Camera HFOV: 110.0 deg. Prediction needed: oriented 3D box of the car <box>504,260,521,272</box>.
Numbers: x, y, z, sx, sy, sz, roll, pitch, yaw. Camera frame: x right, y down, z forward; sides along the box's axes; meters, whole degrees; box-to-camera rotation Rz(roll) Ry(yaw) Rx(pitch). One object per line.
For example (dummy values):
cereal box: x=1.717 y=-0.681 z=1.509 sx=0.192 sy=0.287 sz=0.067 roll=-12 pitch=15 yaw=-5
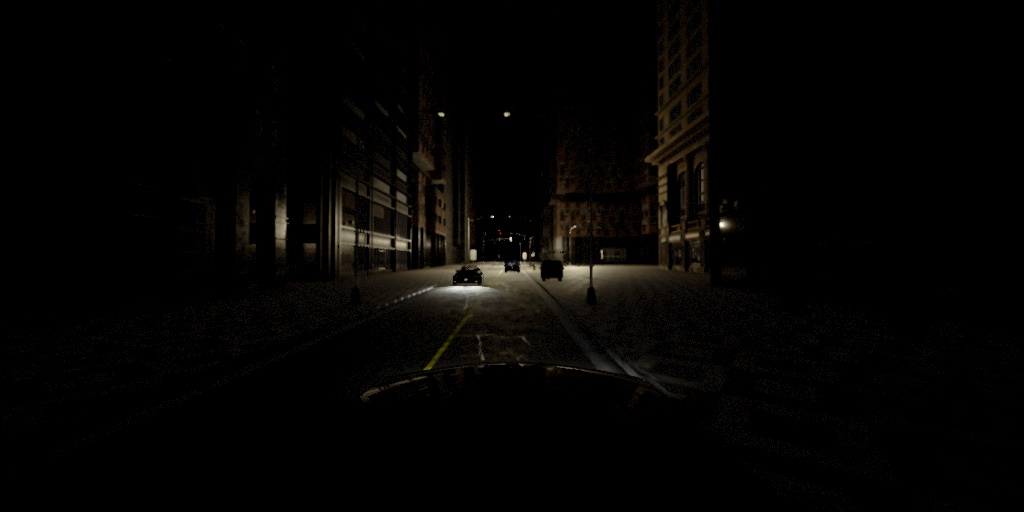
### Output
car: x=0.053 y=1.479 z=48.360 sx=1.994 sy=1.385 sz=4.181 roll=0 pitch=0 yaw=0

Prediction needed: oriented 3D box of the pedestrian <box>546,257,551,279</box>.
pedestrian: x=3.125 y=0.994 z=30.648 sx=0.375 sy=1.860 sz=0.375 roll=1 pitch=-1 yaw=-10

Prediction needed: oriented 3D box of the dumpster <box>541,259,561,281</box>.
dumpster: x=3.126 y=1.243 z=29.269 sx=1.020 sy=1.700 sz=1.940 roll=0 pitch=0 yaw=0

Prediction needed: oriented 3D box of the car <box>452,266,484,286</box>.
car: x=-3.104 y=1.400 z=26.044 sx=1.994 sy=1.385 sz=4.181 roll=0 pitch=0 yaw=0
